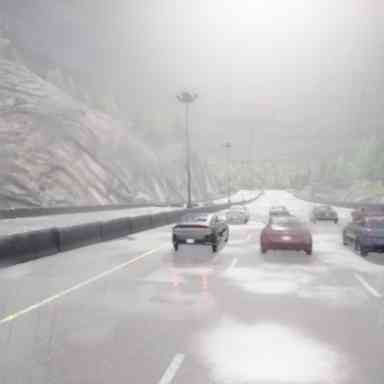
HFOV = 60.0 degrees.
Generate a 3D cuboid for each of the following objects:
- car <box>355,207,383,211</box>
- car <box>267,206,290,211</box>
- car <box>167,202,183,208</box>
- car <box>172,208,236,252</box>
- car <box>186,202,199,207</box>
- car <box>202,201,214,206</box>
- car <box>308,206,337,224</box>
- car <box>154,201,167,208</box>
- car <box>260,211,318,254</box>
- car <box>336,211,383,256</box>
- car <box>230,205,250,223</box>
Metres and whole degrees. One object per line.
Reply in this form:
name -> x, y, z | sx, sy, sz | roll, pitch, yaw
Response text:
car -> 14.213, 1.831, 26.791 | 1.895, 1.301, 4.718 | -1, -1, 14
car -> 7.383, 1.875, 28.332 | 2.033, 1.411, 5.357 | -1, -1, 14
car -> -3.364, 2.791, 72.947 | 1.895, 1.301, 4.718 | -1, -1, 14
car -> 0.507, 1.662, 14.880 | 2.128, 1.511, 4.902 | -1, -1, 14
car -> 0.037, 2.742, 72.120 | 1.895, 1.301, 4.718 | -1, -1, 14
car -> 3.443, 2.576, 71.324 | 1.882, 1.535, 5.008 | -1, -1, 14
car -> 10.783, 1.825, 27.505 | 2.033, 1.411, 5.357 | -1, -1, 14
car -> -6.758, 2.785, 73.805 | 2.033, 1.411, 5.357 | -1, -1, 14
car -> 3.916, 1.685, 14.089 | 1.994, 1.385, 4.181 | -1, -1, 14
car -> 7.309, 1.636, 13.229 | 1.994, 1.385, 4.181 | -1, -1, 14
car -> 4.082, 1.908, 29.558 | 1.812, 1.442, 4.674 | -1, -1, 14
